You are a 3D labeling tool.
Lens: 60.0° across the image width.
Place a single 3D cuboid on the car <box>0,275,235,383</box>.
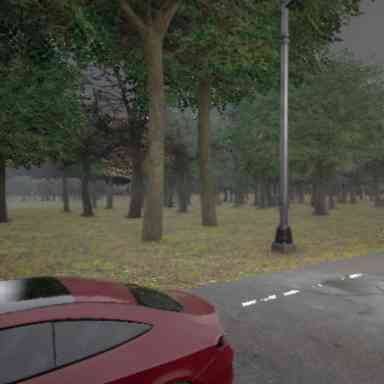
[{"bbox_3d":[-1.718,1.526,2.644,4.674,1.442,1.812,1,0,-35],"label":"car"}]
